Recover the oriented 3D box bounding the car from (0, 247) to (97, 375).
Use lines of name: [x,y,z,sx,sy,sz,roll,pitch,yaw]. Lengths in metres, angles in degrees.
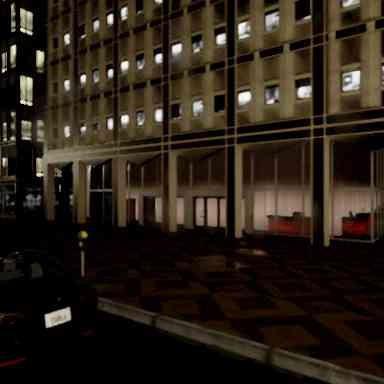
car: [-3.309,1.545,5.235,4.313,1.339,1.947,0,0,35]
